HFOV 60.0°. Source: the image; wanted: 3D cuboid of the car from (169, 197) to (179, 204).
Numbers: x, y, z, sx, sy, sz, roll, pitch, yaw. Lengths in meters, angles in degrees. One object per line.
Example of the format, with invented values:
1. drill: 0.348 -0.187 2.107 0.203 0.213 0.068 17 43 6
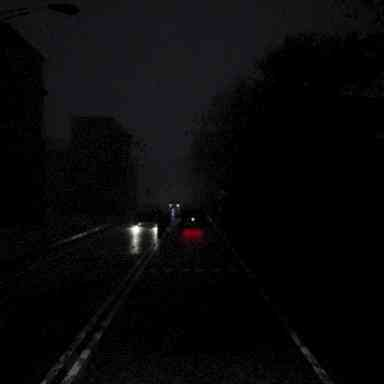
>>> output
1. car: -3.583 1.760 68.621 1.812 1.442 4.674 0 0 -1

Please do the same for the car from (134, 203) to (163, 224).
1. car: -3.371 1.607 26.462 1.882 1.535 5.008 1 0 -1

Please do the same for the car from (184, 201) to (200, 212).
1. car: -0.021 1.793 42.171 1.895 1.301 4.718 0 0 0

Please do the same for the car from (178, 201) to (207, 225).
1. car: 0.080 1.643 25.298 1.837 1.490 4.892 0 0 0
